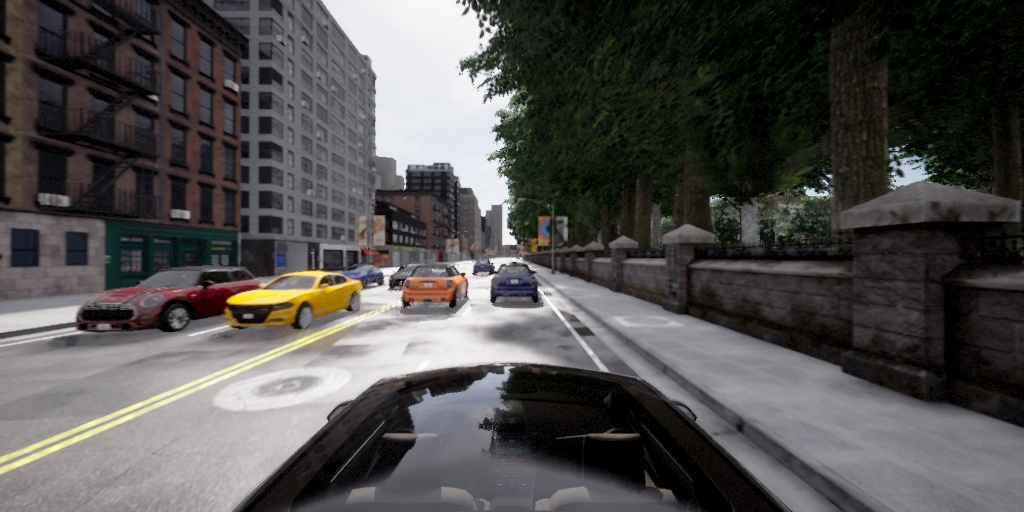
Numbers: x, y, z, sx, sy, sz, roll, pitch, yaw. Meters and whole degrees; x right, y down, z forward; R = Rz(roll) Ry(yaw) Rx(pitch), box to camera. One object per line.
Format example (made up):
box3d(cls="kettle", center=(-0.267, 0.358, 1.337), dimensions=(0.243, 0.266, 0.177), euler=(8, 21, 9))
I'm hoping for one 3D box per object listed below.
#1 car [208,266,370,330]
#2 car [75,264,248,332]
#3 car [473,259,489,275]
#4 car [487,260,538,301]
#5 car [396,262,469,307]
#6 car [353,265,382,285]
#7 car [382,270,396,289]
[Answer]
box3d(cls="car", center=(-6.563, 1.240, 11.437), dimensions=(1.882, 1.535, 5.008), euler=(0, 0, 0))
box3d(cls="car", center=(-9.816, 1.114, 10.870), dimensions=(2.097, 1.767, 4.553), euler=(0, 0, 0))
box3d(cls="car", center=(-3.147, 1.139, 40.323), dimensions=(2.097, 1.767, 4.553), euler=(0, 0, 0))
box3d(cls="car", center=(0.101, 1.120, 17.424), dimensions=(2.097, 1.767, 4.553), euler=(0, 0, 0))
box3d(cls="car", center=(-3.148, 1.118, 15.594), dimensions=(2.097, 1.767, 4.553), euler=(0, 0, 0))
box3d(cls="car", center=(-9.815, 1.300, 23.384), dimensions=(1.812, 1.442, 4.674), euler=(0, 0, 0))
box3d(cls="car", center=(-6.562, 1.275, 23.563), dimensions=(1.837, 1.490, 4.892), euler=(0, 1, 0))
